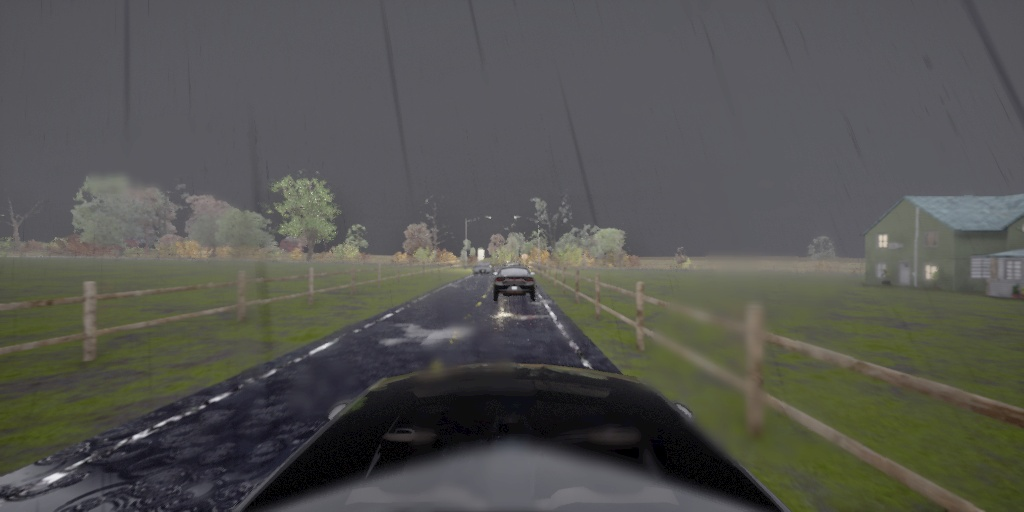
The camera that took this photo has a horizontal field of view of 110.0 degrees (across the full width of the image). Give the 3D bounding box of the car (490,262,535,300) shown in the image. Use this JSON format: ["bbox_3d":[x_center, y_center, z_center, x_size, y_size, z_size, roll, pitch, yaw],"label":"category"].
[{"bbox_3d":[0.103,1.224,17.745,1.882,1.535,5.008,0,0,0],"label":"car"}]

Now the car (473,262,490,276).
[{"bbox_3d":[-2.835,1.317,36.592,1.994,1.385,4.181,0,0,0],"label":"car"}]
